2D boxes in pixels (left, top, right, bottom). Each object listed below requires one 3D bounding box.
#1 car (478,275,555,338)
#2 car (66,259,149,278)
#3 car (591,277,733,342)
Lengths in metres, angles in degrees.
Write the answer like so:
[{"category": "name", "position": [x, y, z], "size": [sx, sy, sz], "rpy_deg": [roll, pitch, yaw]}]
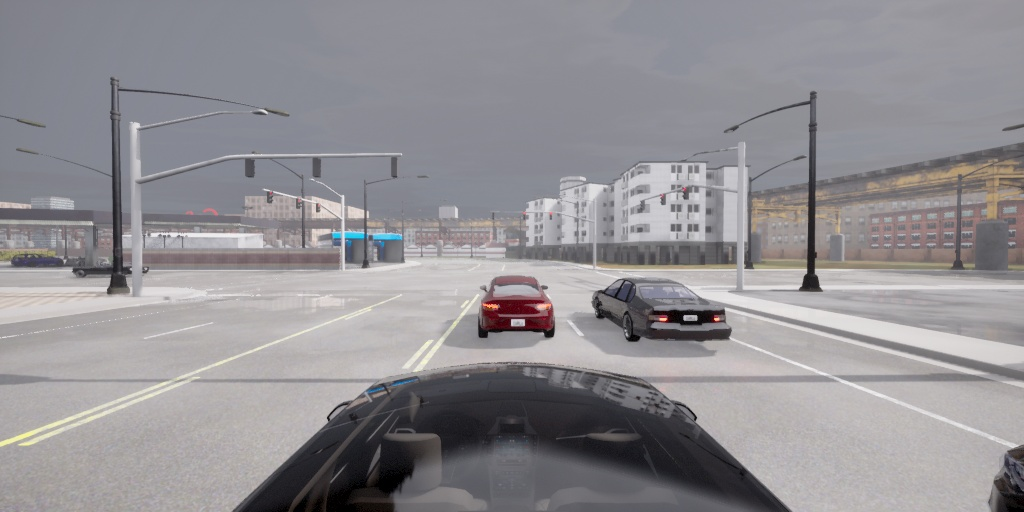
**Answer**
[{"category": "car", "position": [0.069, 1.257, 10.000], "size": [1.812, 1.442, 4.674], "rpy_deg": [0, 0, -1]}, {"category": "car", "position": [-33.769, 1.137, 30.184], "size": [4.718, 1.301, 1.895], "rpy_deg": [0, 1, -1]}, {"category": "car", "position": [3.580, 1.283, 9.716], "size": [2.033, 1.411, 5.357], "rpy_deg": [0, 0, 0]}]
